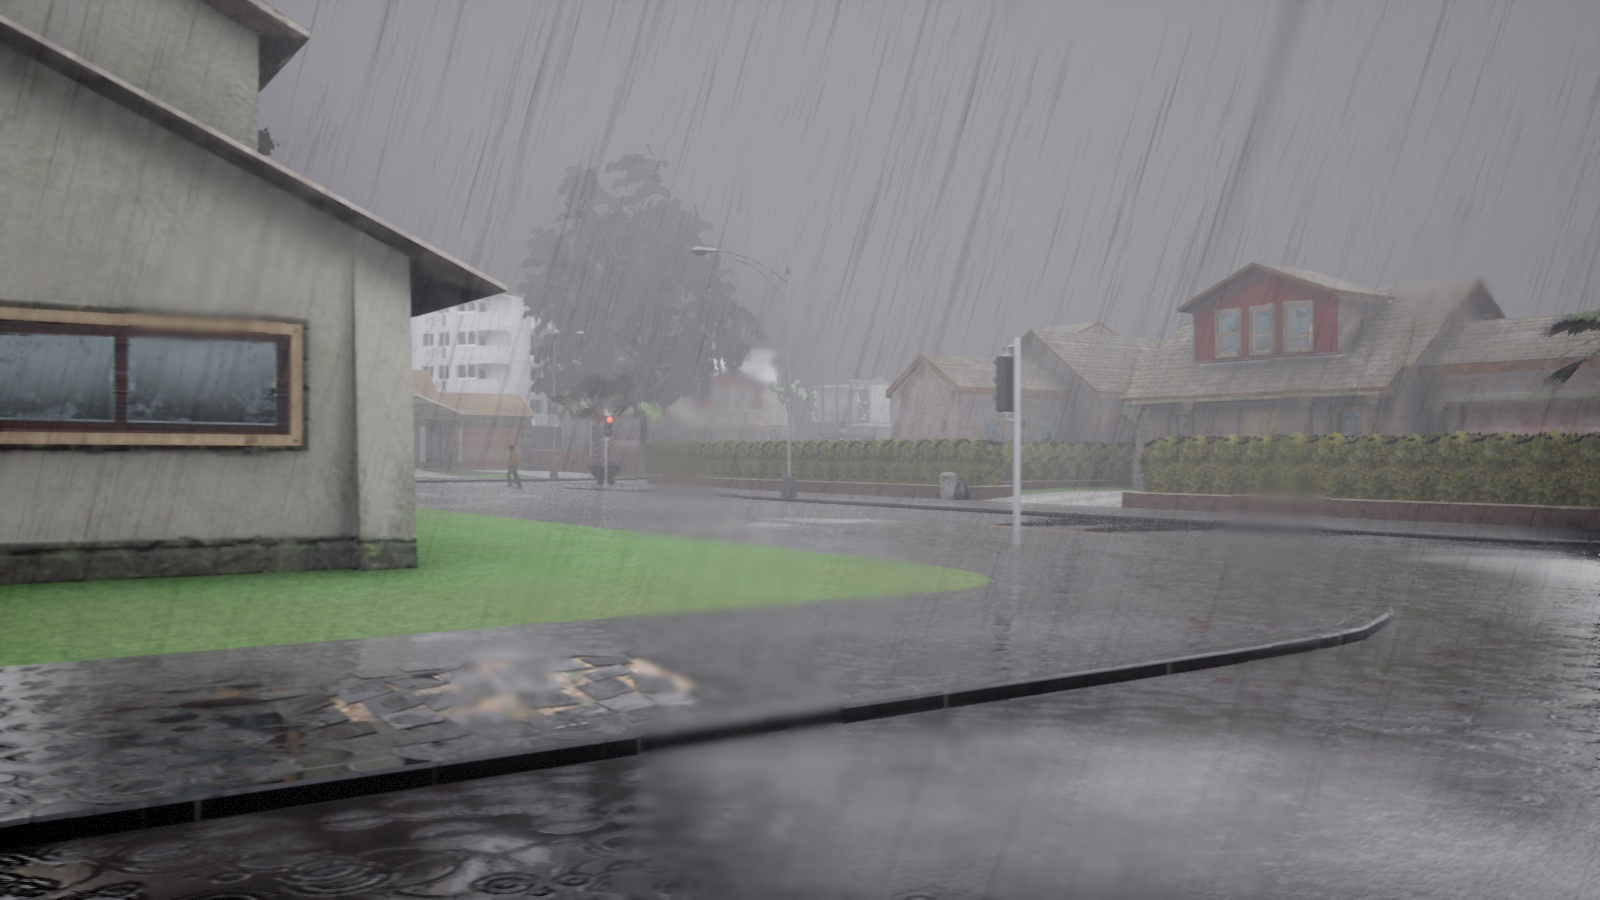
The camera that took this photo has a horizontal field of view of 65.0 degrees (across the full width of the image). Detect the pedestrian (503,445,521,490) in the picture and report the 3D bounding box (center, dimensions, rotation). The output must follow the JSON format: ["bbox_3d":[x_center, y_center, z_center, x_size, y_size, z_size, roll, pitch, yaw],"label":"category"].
[{"bbox_3d":[-11.840,0.728,51.600,0.709,1.840,0.431,0,0,-14],"label":"pedestrian"}]
